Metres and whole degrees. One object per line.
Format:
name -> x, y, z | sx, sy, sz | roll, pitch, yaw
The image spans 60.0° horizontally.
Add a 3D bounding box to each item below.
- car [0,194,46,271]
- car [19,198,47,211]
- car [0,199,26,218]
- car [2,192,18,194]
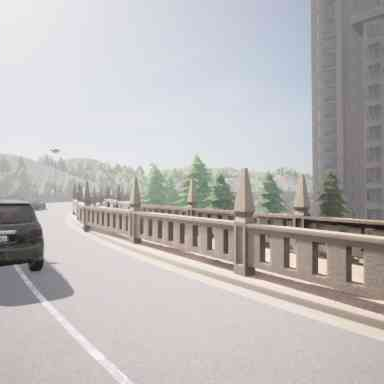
car -> -6.064, 1.223, 10.239 | 2.150, 2.045, 5.566 | 0, 0, -33
car -> -19.612, 1.538, 41.243 | 1.994, 1.385, 4.181 | 0, 0, -10
car -> -17.228, 1.464, 31.530 | 1.882, 1.535, 5.008 | 0, 0, -17
car -> -34.925, 1.110, 63.040 | 2.150, 2.045, 5.566 | 0, 0, 3
